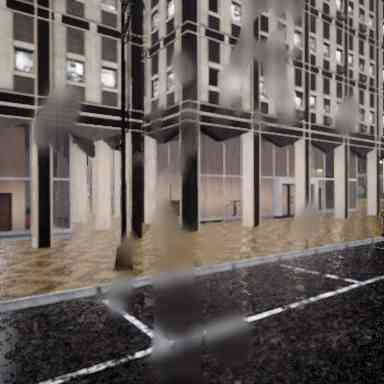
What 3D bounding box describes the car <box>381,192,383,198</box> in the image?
[{"bbox_3d":[41.996,0.691,69.287,1.802,1.307,4.206,1,1,-36],"label":"car"}]
